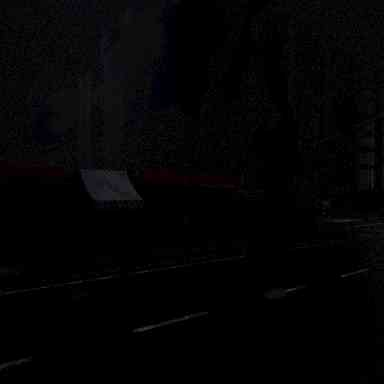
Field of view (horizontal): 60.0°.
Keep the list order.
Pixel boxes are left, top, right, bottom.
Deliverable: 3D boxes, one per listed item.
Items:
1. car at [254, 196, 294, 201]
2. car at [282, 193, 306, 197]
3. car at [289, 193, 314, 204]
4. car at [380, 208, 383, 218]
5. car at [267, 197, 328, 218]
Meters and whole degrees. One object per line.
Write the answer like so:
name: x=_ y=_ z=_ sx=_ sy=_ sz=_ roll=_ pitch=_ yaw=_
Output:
car: x=8.227 y=1.449 z=35.558 sx=1.837 sy=1.490 sz=4.892 roll=0 pitch=0 yaw=-36
car: x=17.114 y=1.114 z=57.705 sx=1.905 sy=1.878 sz=3.866 roll=0 pitch=0 yaw=-36
car: x=19.507 y=1.114 z=59.415 sx=1.905 sy=1.878 sz=3.866 roll=0 pitch=0 yaw=-36
car: x=16.574 y=1.535 z=25.012 sx=4.181 sy=1.385 sz=1.994 roll=1 pitch=1 yaw=45
car: x=9.104 y=1.446 z=28.362 sx=1.837 sy=1.490 sz=4.892 roll=0 pitch=1 yaw=-36
